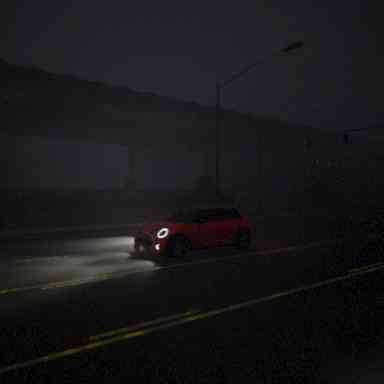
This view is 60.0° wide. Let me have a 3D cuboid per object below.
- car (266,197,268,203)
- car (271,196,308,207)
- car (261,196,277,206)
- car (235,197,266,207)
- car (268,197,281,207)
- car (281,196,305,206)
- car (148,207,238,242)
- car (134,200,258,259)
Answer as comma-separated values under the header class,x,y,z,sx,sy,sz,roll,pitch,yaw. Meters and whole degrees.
class,x,y,z,sx,sy,sz,roll,pitch,yaw
car,6.969,1.424,43.430,4.974,1.542,2.038,0,0,8
car,14.626,1.418,49.872,4.974,1.542,2.038,0,0,-7
car,10.730,1.264,46.163,1.853,1.218,4.536,0,0,18
car,6.917,1.266,43.437,4.536,1.218,1.853,0,0,8
car,10.714,1.421,46.114,2.038,1.542,4.974,0,0,18
car,14.574,1.260,49.865,4.536,1.218,1.853,0,0,-7
car,0.127,1.554,16.878,4.181,1.385,1.994,0,0,-35
car,0.115,1.344,12.653,4.553,1.767,2.097,0,0,-35
